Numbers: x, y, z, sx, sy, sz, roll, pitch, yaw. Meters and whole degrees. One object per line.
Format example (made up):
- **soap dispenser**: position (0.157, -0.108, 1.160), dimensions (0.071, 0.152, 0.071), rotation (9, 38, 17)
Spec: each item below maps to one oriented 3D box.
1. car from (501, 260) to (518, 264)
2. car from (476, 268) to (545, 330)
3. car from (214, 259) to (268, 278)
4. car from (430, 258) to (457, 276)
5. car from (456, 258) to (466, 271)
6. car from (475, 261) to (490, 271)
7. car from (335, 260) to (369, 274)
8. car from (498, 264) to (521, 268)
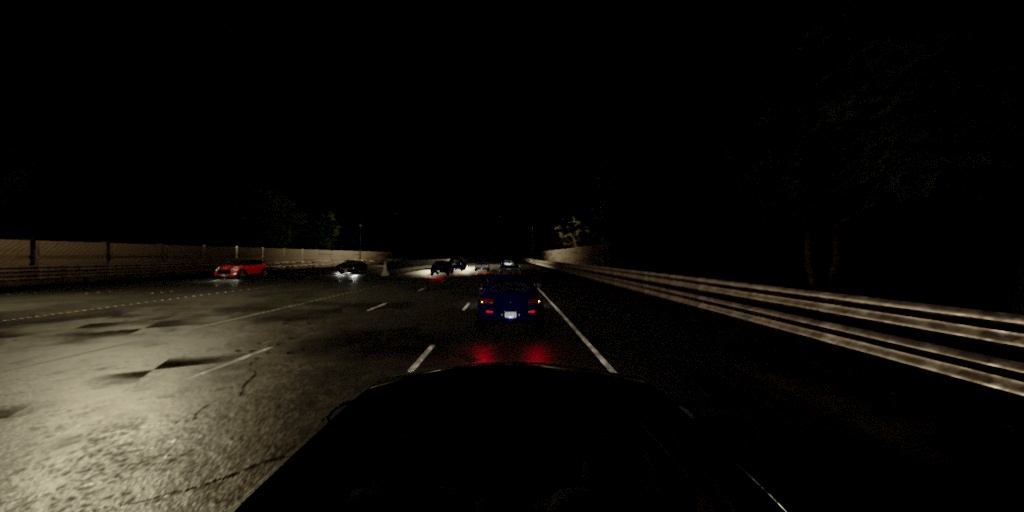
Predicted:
- **car**: position (-0.210, 1.246, 31.739), dimensions (2.128, 1.511, 4.902), rotation (0, 0, -1)
- **car**: position (-0.048, 1.275, 11.059), dimensions (1.812, 1.442, 4.674), rotation (0, 0, 0)
- **car**: position (-24.937, 1.107, 33.168), dimensions (2.097, 1.767, 4.553), rotation (0, 0, -1)
- **car**: position (-7.315, 1.260, 37.761), dimensions (1.837, 1.490, 4.892), rotation (0, 0, -1)
- **car**: position (-7.520, 1.112, 49.207), dimensions (2.097, 1.767, 4.553), rotation (0, 0, -1)
- **car**: position (-4.029, 1.362, 49.695), dimensions (1.895, 1.301, 4.718), rotation (0, 0, -1)
- **car**: position (-18.070, 1.283, 41.202), dimensions (1.812, 1.442, 4.674), rotation (0, 0, -1)
- **car**: position (-0.154, 1.353, 21.740), dimensions (1.895, 1.301, 4.718), rotation (0, 0, -1)
